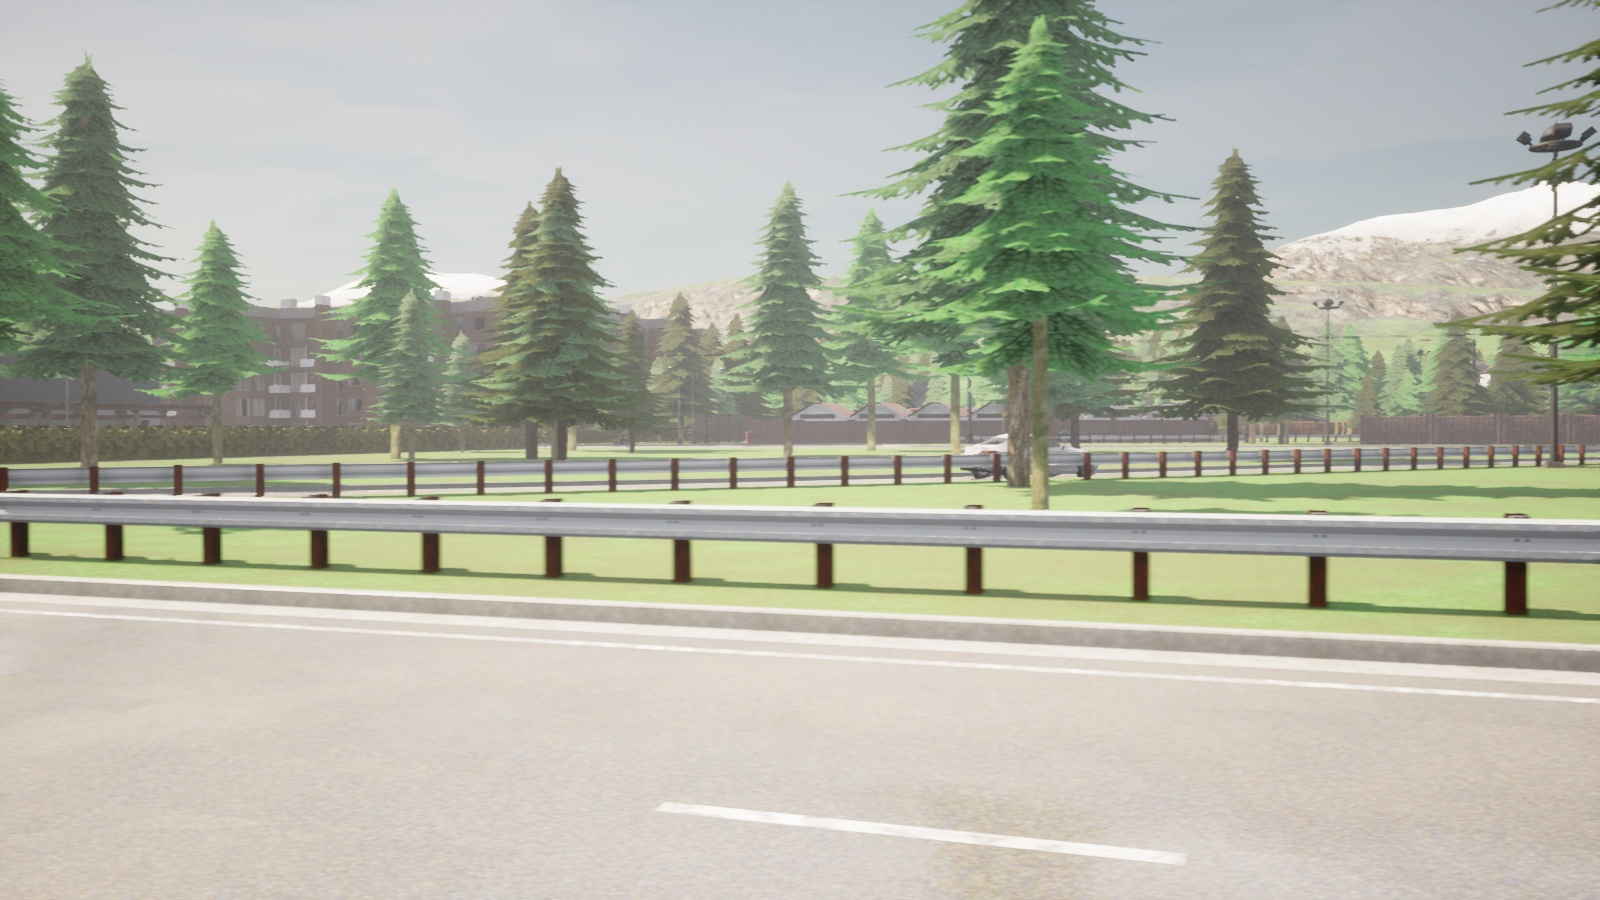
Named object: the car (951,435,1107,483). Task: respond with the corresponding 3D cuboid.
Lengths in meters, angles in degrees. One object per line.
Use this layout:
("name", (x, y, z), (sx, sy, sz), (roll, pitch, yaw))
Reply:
("car", (7.182, 0.250, 39.312), (4.674, 1.442, 1.812), (0, 1, -28))
